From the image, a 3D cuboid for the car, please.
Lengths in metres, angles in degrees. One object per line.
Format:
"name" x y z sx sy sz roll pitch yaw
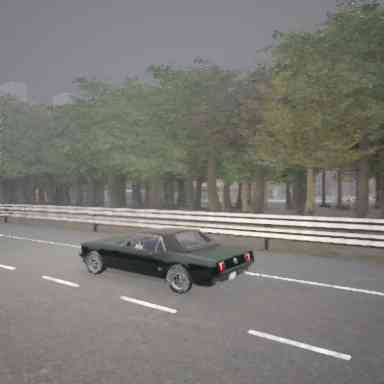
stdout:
"car" -0.889 1.604 8.809 4.718 1.301 1.895 0 0 36
